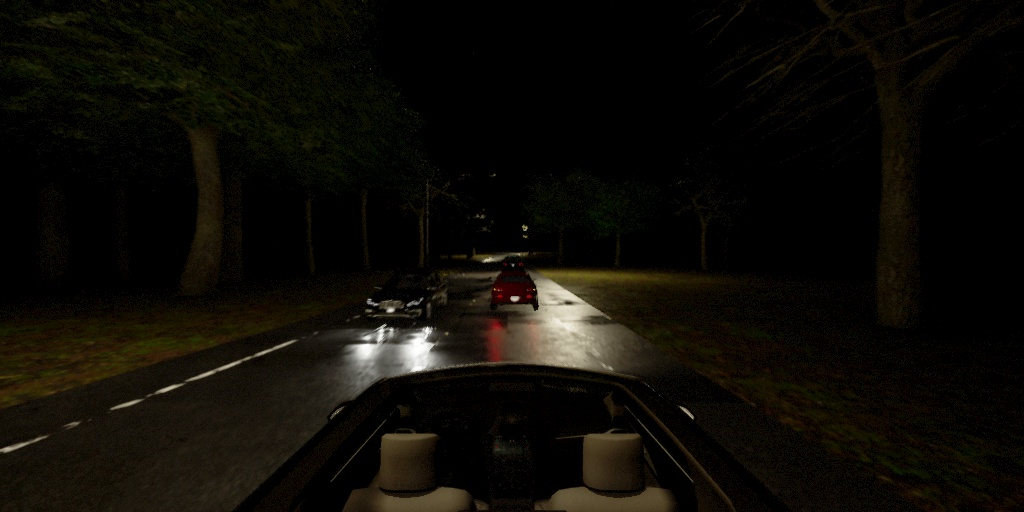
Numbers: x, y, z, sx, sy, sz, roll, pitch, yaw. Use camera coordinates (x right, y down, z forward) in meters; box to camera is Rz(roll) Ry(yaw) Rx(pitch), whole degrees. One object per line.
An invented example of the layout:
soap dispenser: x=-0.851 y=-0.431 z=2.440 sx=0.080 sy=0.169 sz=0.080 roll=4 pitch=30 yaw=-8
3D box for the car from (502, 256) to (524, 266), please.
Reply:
car: x=0.106 y=0.984 z=37.706 sx=2.150 sy=2.045 sz=5.566 roll=0 pitch=0 yaw=0

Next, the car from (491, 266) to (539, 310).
car: x=0.099 y=1.341 z=15.127 sx=1.812 sy=1.442 sz=4.674 roll=0 pitch=0 yaw=0

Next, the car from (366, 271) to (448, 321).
car: x=-3.501 y=1.323 z=12.768 sx=1.837 sy=1.490 sz=4.892 roll=0 pitch=0 yaw=0
